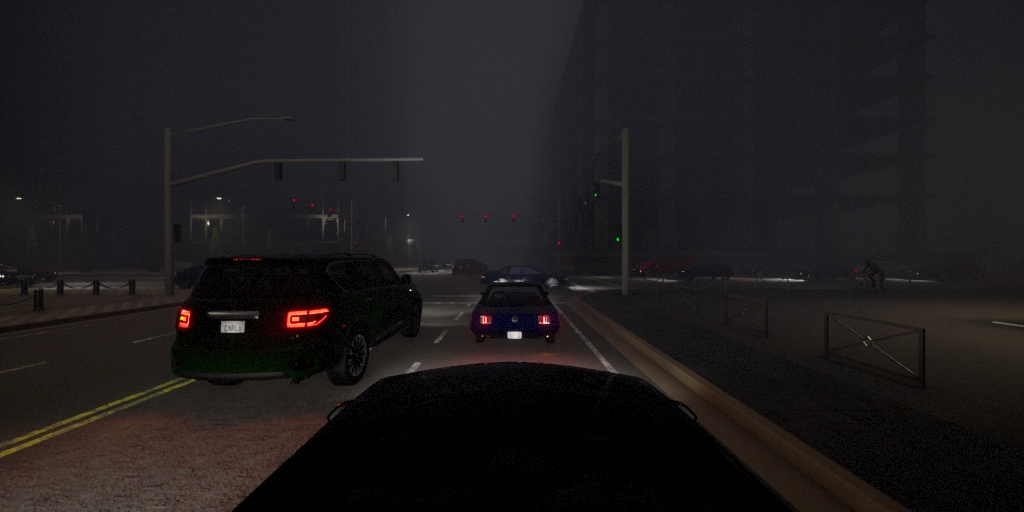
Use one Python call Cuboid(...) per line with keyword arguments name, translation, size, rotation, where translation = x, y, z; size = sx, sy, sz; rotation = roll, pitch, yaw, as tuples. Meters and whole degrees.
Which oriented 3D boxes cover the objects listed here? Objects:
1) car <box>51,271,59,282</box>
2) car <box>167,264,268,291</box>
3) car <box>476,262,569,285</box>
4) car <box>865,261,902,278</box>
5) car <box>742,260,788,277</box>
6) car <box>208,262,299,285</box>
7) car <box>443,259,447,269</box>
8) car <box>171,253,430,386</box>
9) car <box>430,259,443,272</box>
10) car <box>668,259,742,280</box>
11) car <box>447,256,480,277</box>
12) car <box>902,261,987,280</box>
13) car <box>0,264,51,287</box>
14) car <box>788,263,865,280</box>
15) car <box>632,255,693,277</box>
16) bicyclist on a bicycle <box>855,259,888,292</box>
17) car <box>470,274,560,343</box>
Cuboid(name="car", translation=(-35.038, 1.295, 25.120), size=(4.718, 1.301, 1.895), rotation=(0, 0, 0))
Cuboid(name="car", translation=(-17.356, 1.225, 21.226), size=(4.674, 1.442, 1.812), rotation=(0, 0, 5))
Cuboid(name="car", translation=(0.708, 1.266, 21.958), size=(5.357, 1.411, 2.033), rotation=(0, 0, -1))
Cuboid(name="car", translation=(33.642, 1.220, 32.831), size=(4.674, 1.442, 1.812), rotation=(0, 0, 0))
Cuboid(name="car", translation=(23.647, 1.172, 32.801), size=(5.008, 1.535, 1.882), rotation=(0, 0, -1))
Cuboid(name="car", translation=(-18.018, 1.176, 25.171), size=(5.008, 1.535, 1.882), rotation=(0, 0, -1))
Cuboid(name="car", translation=(-10.619, 1.241, 55.250), size=(2.128, 1.511, 4.902), rotation=(0, 0, 0))
Cuboid(name="car", translation=(-3.441, 0.971, 7.129), size=(2.150, 2.045, 5.566), rotation=(0, 0, 0))
Cuboid(name="car", translation=(-10.623, 1.255, 45.907), size=(1.837, 1.490, 4.892), rotation=(0, 0, 0))
Cuboid(name="car", translation=(15.637, 1.220, 29.250), size=(4.674, 1.442, 1.812), rotation=(0, 0, 0))
Cuboid(name="car", translation=(-4.130, 1.079, 35.655), size=(2.097, 1.767, 4.553), rotation=(-1, 0, 19))
Cuboid(name="car", translation=(35.595, 1.199, 29.336), size=(4.892, 1.490, 1.837), rotation=(0, 0, 0))
Cuboid(name="car", translation=(-31.717, 1.185, 21.599), size=(4.902, 1.511, 2.128), rotation=(0, 0, 0))
Cuboid(name="car", translation=(25.601, 1.258, 29.310), size=(4.181, 1.385, 1.994), rotation=(0, 0, 0))
Cuboid(name="car", translation=(13.918, 0.917, 32.766), size=(5.566, 2.045, 2.150), rotation=(0, 0, 0))
Cuboid(name="bicyclist on a bicycle", translation=(18.322, 0.998, 18.298), size=(0.582, 1.620, 1.656), rotation=(0, 0, 0))
Cuboid(name="car", translation=(0.075, 1.351, 9.644), size=(1.895, 1.301, 4.718), rotation=(0, 0, 0))
